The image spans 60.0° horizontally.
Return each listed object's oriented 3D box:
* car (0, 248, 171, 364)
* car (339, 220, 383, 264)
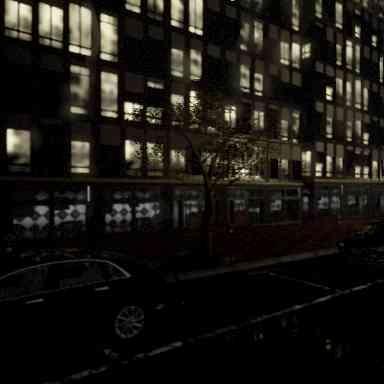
[{"bbox_3d":[-2.403,1.565,4.850,4.403,1.369,2.008,1,-1,-36],"label":"car"},{"bbox_3d":[6.816,1.645,11.498,4.403,1.369,2.008,0,-1,-36],"label":"car"}]
